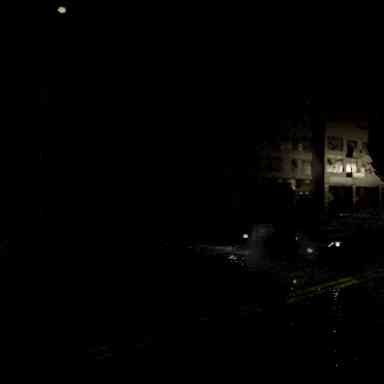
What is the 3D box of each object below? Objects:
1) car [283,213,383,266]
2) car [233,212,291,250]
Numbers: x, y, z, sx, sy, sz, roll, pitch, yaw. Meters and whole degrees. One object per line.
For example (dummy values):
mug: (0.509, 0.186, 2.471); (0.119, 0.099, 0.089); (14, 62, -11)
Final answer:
car: (5.533, 1.520, 11.621); (4.674, 1.442, 1.812); (0, 0, -35)
car: (3.751, 1.559, 14.342); (4.181, 1.385, 1.994); (0, 0, -35)
